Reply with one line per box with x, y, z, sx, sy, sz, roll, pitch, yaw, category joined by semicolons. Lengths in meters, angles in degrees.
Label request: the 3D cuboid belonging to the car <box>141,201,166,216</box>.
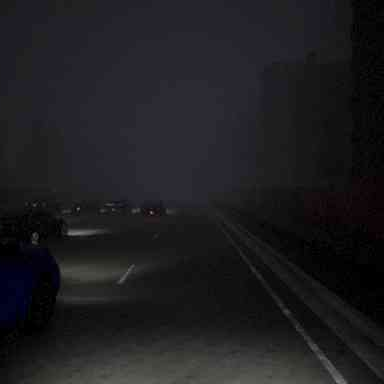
-3.401;1.441;30.211;1.895;1.301;4.718;0;0;0;car

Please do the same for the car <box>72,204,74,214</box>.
-6.900;1.430;14.037;1.837;1.490;4.892;0;0;0;car

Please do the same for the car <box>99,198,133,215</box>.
-6.900;1.323;31.743;2.128;1.511;4.902;0;0;0;car

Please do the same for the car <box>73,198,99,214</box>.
-10.414;1.351;32.811;1.812;1.442;4.674;0;0;0;car

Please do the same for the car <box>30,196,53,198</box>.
-13.901;1.185;31.491;2.097;1.767;4.553;0;0;0;car

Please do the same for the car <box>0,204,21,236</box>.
-10.400;1.407;15.738;2.128;1.511;4.902;0;0;0;car

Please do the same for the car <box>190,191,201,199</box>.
1.223;0.776;84.808;2.150;2.045;5.566;0;0;0;car

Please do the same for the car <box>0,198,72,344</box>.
-3.400;1.202;3.517;2.150;2.045;5.566;0;0;0;car
